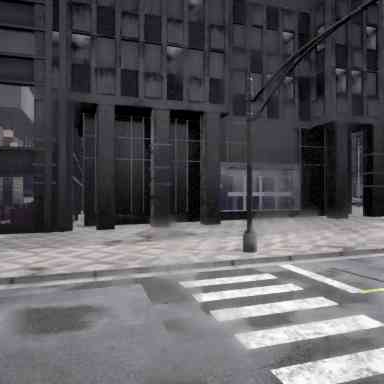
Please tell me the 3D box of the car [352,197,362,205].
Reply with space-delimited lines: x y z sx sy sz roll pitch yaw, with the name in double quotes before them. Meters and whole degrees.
"car" 22.701 1.313 48.736 1.994 1.385 4.181 0 0 -16
